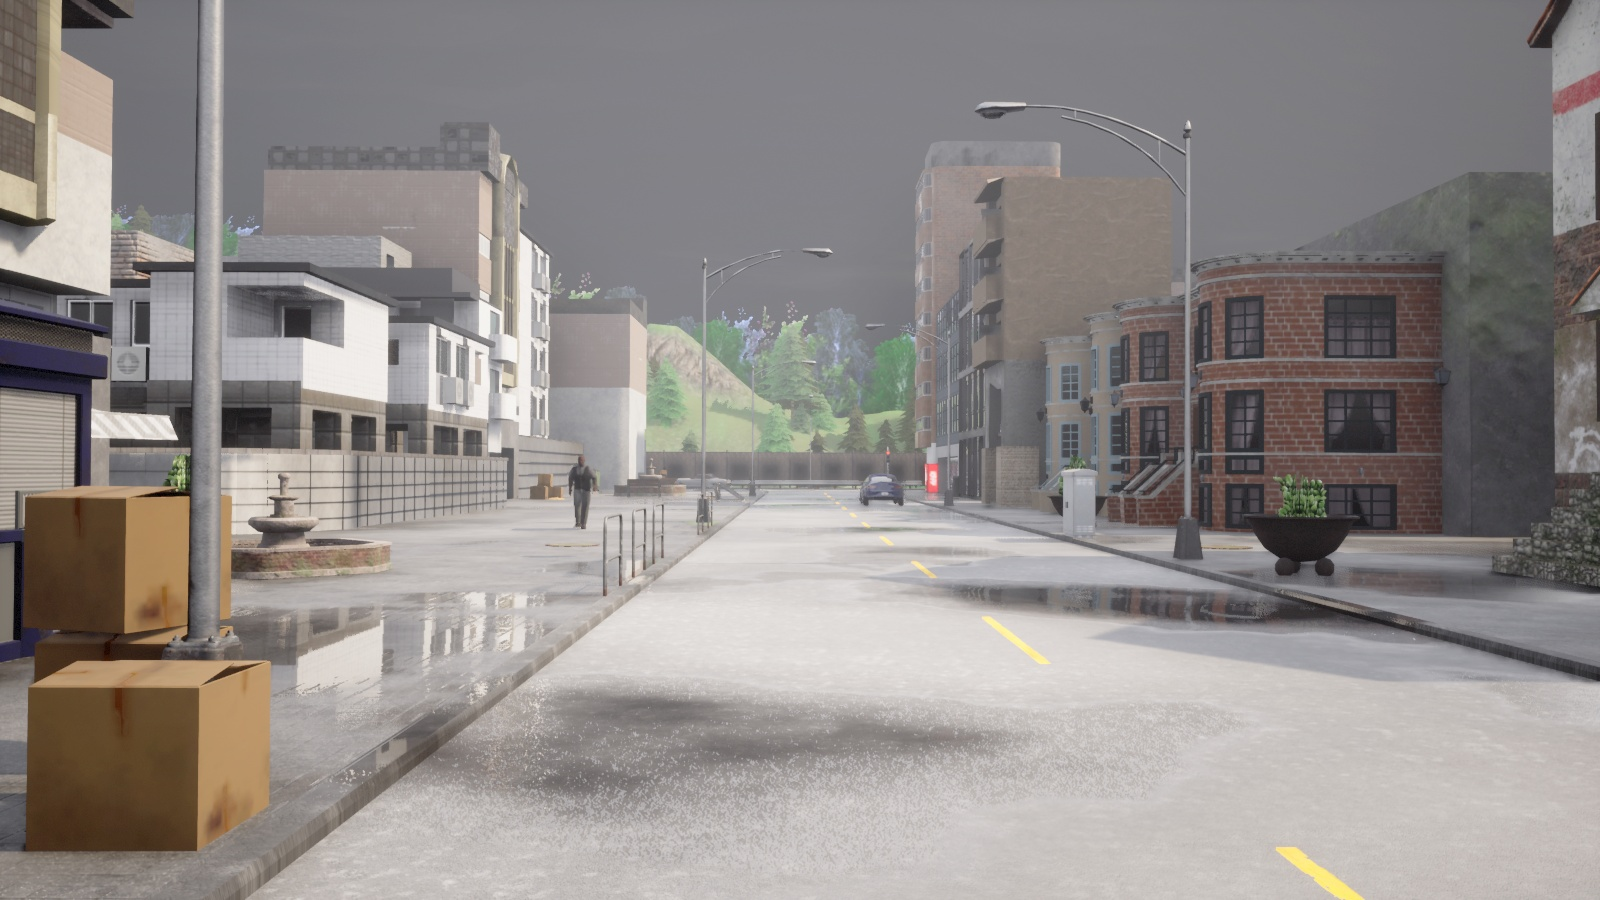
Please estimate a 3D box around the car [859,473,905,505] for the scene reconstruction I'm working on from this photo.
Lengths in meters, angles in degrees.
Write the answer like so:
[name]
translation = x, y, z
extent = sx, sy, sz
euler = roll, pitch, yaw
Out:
[car]
translation = 3.809, 1.812, 58.896
extent = 1.812, 1.442, 4.674
euler = 0, -1, 0
